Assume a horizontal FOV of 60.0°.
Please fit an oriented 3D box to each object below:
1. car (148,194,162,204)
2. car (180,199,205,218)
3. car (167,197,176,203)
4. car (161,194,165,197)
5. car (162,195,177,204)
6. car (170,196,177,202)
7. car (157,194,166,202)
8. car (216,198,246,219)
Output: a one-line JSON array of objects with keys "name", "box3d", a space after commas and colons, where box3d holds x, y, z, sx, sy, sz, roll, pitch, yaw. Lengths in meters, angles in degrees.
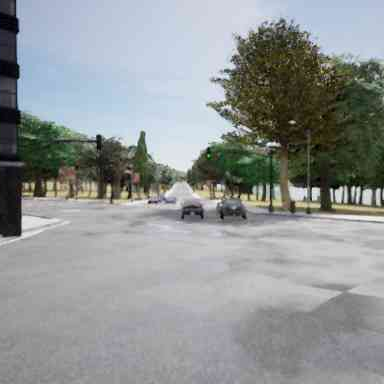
[{"name": "car", "box3d": [-7.390, 1.627, 63.830, 2.033, 1.411, 5.357, 0, 0, -2]}, {"name": "car", "box3d": [0.024, 1.405, 29.093, 1.837, 1.490, 4.892, 0, 1, 0]}, {"name": "car", "box3d": [-4.439, 1.747, 73.577, 1.895, 1.301, 4.718, 0, 0, -2]}, {"name": "car", "box3d": [-7.709, 1.701, 74.204, 2.033, 1.411, 5.357, 0, 0, -2]}, {"name": "car", "box3d": [-4.126, 1.599, 63.415, 1.812, 1.442, 4.674, 0, 0, -2]}, {"name": "car", "box3d": [-4.868, 1.805, 87.528, 1.837, 1.490, 4.892, 0, -1, -2]}, {"name": "car", "box3d": [-8.153, 1.548, 88.644, 2.150, 2.045, 5.566, 0, -1, -2]}, {"name": "car", "box3d": [3.290, 1.277, 28.523, 2.097, 1.767, 4.553, 1, 1, 0]}]
